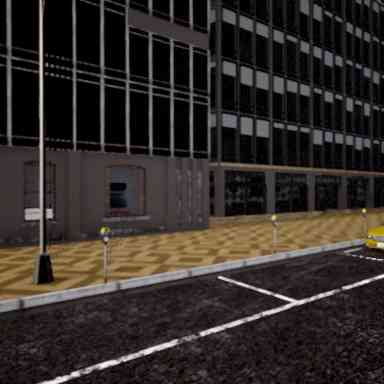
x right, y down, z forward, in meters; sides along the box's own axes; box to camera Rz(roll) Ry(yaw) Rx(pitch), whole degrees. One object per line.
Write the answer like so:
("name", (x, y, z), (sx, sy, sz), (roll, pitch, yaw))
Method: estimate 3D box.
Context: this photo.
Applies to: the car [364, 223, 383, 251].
("car", (8.283, 1.430, 12.468), (4.829, 1.417, 1.752), (0, 0, -36))
